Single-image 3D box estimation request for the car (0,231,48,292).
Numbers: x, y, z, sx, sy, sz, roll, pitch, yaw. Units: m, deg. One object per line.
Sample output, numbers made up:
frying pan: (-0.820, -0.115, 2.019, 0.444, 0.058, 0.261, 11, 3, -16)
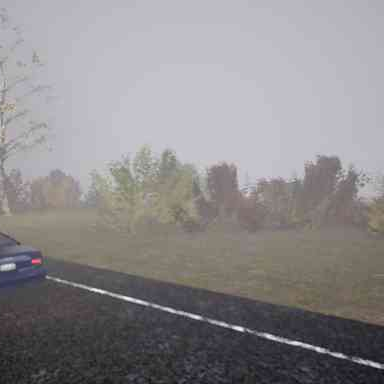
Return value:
car: (-5.702, 1.547, 8.120, 5.357, 1.411, 2.033, 0, 0, 36)
